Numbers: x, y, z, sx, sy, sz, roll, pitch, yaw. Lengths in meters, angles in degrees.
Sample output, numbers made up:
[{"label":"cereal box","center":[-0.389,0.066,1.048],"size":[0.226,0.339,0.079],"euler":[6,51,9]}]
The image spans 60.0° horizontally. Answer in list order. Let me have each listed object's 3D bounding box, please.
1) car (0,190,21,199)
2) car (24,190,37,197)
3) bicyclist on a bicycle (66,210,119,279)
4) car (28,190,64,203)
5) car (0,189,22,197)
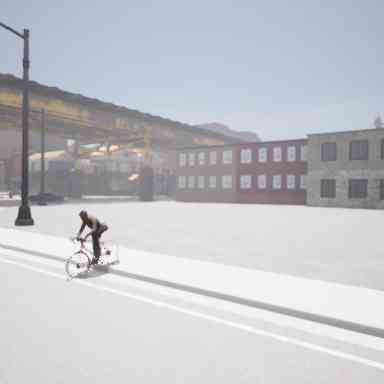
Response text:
[{"label":"car","center":[-32.553,0.351,58.637],"size":[4.974,1.542,2.038],"euler":[1,1,7]},{"label":"car","center":[-29.047,0.234,59.907],"size":[1.853,1.218,4.536],"euler":[1,1,-23]},{"label":"bicyclist on a bicycle","center":[-2.529,1.243,8.426],"size":[0.582,1.620,1.656],"euler":[1,10,35]},{"label":"car","center":[-19.730,0.759,45.232],"size":[1.812,1.442,4.674],"euler":[1,0,33]},{"label":"car","center":[-32.602,0.192,58.641],"size":[4.536,1.218,1.853],"euler":[1,1,7]}]
